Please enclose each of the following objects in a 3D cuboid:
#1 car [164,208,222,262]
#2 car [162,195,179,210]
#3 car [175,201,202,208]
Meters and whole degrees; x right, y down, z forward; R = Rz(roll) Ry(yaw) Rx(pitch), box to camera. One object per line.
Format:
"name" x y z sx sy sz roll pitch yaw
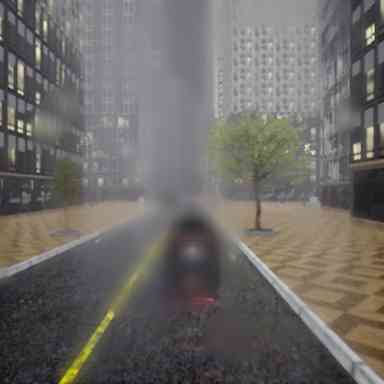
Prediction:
"car" 0.046 1.543 12.297 1.837 1.490 4.892 0 -1 1
"car" -3.019 1.401 47.592 2.150 2.045 5.566 0 -1 1
"car" 0.029 1.635 25.446 2.033 1.411 5.357 0 0 1
